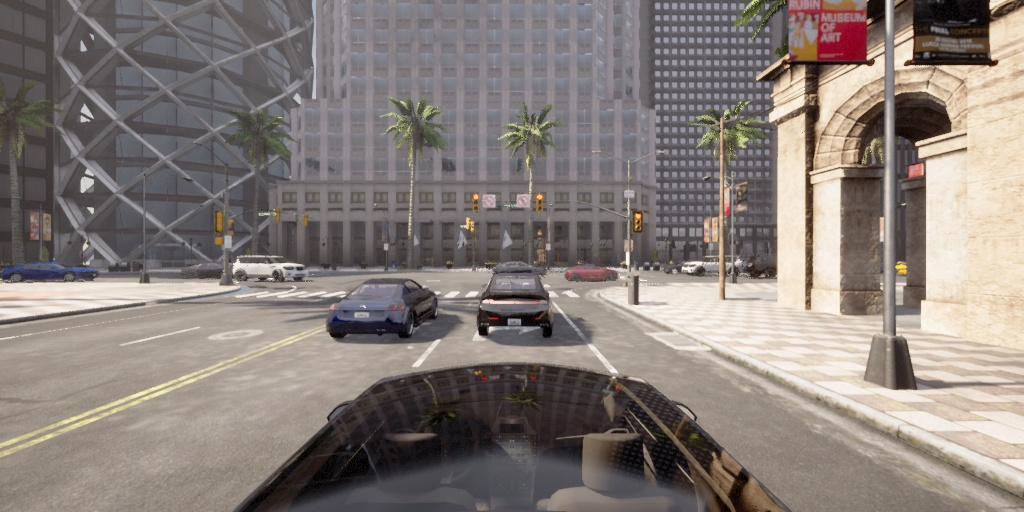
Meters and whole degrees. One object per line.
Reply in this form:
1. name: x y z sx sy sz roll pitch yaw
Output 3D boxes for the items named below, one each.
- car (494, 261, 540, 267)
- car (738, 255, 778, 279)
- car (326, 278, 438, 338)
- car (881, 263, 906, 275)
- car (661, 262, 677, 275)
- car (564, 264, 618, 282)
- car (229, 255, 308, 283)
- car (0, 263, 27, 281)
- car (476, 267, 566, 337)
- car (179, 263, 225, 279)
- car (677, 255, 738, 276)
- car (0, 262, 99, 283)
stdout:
1. car: 0.694 1.234 32.113 4.902 1.511 2.128 0 0 0
2. car: 23.902 0.963 32.033 5.566 2.045 2.150 0 0 0
3. car: -3.415 1.312 10.183 1.994 1.385 4.181 0 0 0
4. car: 40.427 1.219 35.655 5.008 1.535 1.882 0 0 0
5. car: 18.872 1.245 39.250 4.892 1.490 1.837 0 0 0
6. car: 6.277 1.307 28.593 4.181 1.385 1.994 0 0 0
7. car: -18.863 0.967 27.971 5.566 2.045 2.150 0 -1 11
8. car: -43.609 1.291 28.711 5.357 1.411 2.033 0 0 -26
9. car: 0.121 1.239 10.313 2.128 1.511 4.902 0 0 2
10. car: -26.439 1.290 32.083 5.357 1.411 2.033 0 0 -1
11. car: 19.991 0.963 35.746 5.566 2.045 2.150 0 0 0
12. car: -35.476 1.221 27.760 5.008 1.535 1.882 0 0 -14
